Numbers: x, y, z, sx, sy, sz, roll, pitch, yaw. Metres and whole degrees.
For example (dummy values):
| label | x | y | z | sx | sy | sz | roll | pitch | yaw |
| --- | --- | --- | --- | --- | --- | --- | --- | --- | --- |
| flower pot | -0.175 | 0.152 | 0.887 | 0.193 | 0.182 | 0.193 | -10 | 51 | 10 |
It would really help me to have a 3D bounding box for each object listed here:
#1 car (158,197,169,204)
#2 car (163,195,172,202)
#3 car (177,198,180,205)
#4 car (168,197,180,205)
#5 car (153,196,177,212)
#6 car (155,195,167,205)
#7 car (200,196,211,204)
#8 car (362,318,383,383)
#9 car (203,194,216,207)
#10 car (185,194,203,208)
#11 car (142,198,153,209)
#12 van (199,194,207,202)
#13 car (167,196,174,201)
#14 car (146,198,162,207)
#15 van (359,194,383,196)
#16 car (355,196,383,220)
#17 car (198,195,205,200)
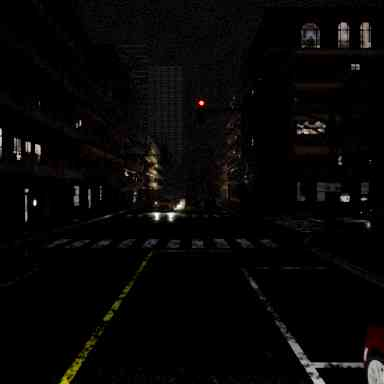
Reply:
| label | x | y | z | sx | sy | sz | roll | pitch | yaw |
| --- | --- | --- | --- | --- | --- | --- | --- | --- | --- |
| car | -5.732 | 1.608 | 67.403 | 1.802 | 1.307 | 4.206 | -1 | 0 | 0 |
| car | -5.738 | 1.561 | 78.289 | 1.752 | 1.417 | 4.829 | -1 | 0 | 0 |
| car | -3.121 | 1.559 | 49.277 | 2.033 | 1.411 | 5.357 | 0 | 0 | 0 |
| car | -3.106 | 1.620 | 59.277 | 1.895 | 1.301 | 4.718 | 0 | 0 | 1 |
| car | -3.117 | 1.483 | 39.313 | 1.882 | 1.535 | 5.008 | 0 | 0 | 0 |
| car | -5.730 | 1.461 | 61.875 | 1.967 | 1.590 | 4.097 | -1 | 0 | 0 |
| car | 2.649 | 1.576 | 67.402 | 2.008 | 1.369 | 4.403 | -1 | 0 | 0 |
| car | 2.684 | 1.544 | 1.819 | 1.887 | 1.381 | 4.507 | 0 | 0 | 0 |
| car | 2.656 | 1.453 | 50.819 | 1.967 | 1.590 | 4.097 | -1 | 0 | 0 |
| car | 0.071 | 1.363 | 48.455 | 2.097 | 1.767 | 4.553 | 0 | 0 | 0 |
| car | -5.719 | 1.560 | 45.292 | 2.008 | 1.369 | 4.403 | 0 | 0 | 0 |
| van | 2.640 | 1.377 | 78.458 | 1.690 | 1.788 | 3.998 | -1 | 0 | 0 |
| car | -5.743 | 1.631 | 89.515 | 1.802 | 1.307 | 4.206 | -1 | 0 | 0 |
| car | -5.723 | 1.579 | 50.819 | 1.947 | 1.339 | 4.313 | 0 | 0 | 0 |
| van | 15.628 | 1.035 | 27.397 | 3.998 | 1.788 | 1.690 | -1 | 1 | -1 |
| car | 15.026 | 1.229 | 24.816 | 4.892 | 1.490 | 1.837 | -1 | 0 | -1 |
| car | 2.633 | 1.600 | 95.042 | 1.887 | 1.381 | 4.507 | -1 | 0 | 0 |
